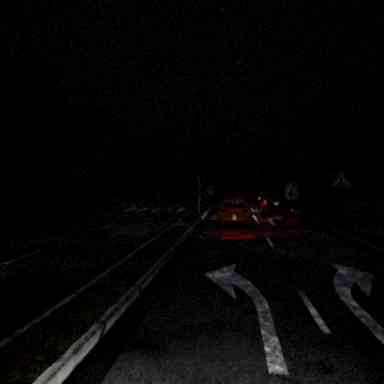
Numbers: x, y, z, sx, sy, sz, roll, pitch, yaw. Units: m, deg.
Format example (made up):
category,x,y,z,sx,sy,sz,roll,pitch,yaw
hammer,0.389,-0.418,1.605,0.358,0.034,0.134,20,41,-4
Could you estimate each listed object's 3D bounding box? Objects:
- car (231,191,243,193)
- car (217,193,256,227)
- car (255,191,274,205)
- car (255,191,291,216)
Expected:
category,x,y,z,sx,sy,sz,roll,pitch,yaw
car,4.974,0.712,36.541,1.837,1.490,4.892,-1,0,10
car,2.464,1.098,19.374,1.882,1.535,5.008,0,1,7
car,8.246,0.654,38.179,1.882,1.535,5.008,-1,0,11
car,6.135,0.787,25.222,2.097,1.767,4.553,0,1,7
